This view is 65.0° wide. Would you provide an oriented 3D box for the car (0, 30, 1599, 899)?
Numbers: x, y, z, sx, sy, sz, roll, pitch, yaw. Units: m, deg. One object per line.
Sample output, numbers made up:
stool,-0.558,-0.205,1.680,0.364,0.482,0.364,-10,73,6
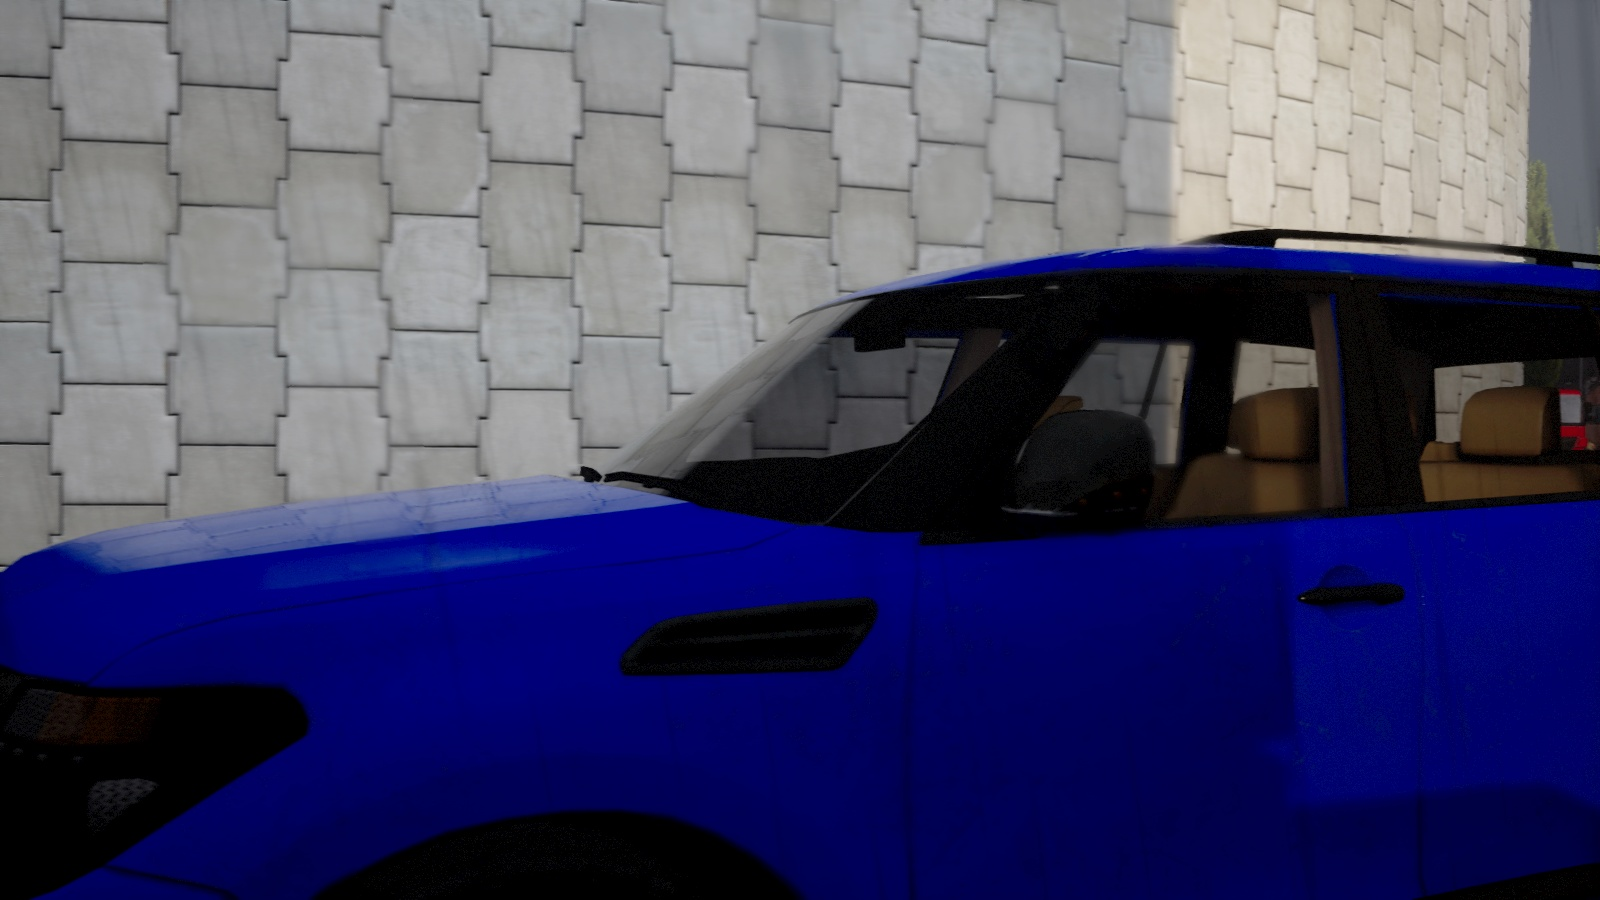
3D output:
car,0.809,0.455,3.531,5.566,2.045,2.150,-1,1,-24
